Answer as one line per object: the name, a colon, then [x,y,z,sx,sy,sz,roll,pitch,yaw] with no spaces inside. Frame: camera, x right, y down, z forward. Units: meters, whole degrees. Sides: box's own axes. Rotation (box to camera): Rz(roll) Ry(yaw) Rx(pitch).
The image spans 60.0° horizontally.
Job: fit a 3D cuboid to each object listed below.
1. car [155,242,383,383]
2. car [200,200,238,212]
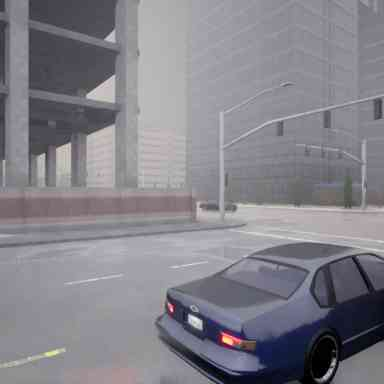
car: [2.091,1.547,5.281,5.357,1.411,2.033,0,0,-35]
car: [2.994,1.600,37.400,1.895,1.301,4.718,0,0,-36]
